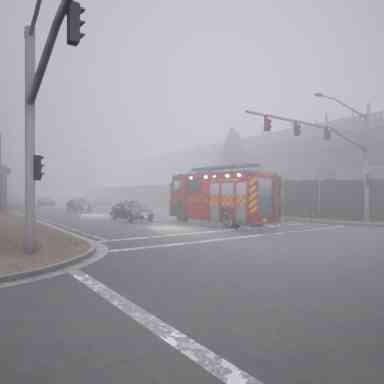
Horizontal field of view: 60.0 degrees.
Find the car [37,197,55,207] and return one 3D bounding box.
[{"bbox_3d":[-22.417,1.494,50.972,2.033,1.411,5.357,0,0,-35],"label":"car"}]

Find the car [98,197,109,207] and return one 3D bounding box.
[{"bbox_3d":[-13.722,1.439,50.808,2.128,1.511,4.902,0,0,-34],"label":"car"}]

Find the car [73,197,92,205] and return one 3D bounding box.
[{"bbox_3d":[-19.555,1.549,59.123,1.895,1.301,4.718,0,0,-35],"label":"car"}]

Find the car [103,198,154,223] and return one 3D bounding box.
[{"bbox_3d":[-4.612,1.438,25.166,2.128,1.511,4.902,0,0,-35],"label":"car"}]

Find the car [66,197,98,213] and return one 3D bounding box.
[{"bbox_3d":[-12.378,1.438,36.353,2.128,1.511,4.902,0,0,-35],"label":"car"}]

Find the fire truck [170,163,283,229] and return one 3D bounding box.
[{"bbox_3d":[1.835,0.286,22.212,2.891,3.827,8.468,0,0,-35],"label":"fire truck"}]
